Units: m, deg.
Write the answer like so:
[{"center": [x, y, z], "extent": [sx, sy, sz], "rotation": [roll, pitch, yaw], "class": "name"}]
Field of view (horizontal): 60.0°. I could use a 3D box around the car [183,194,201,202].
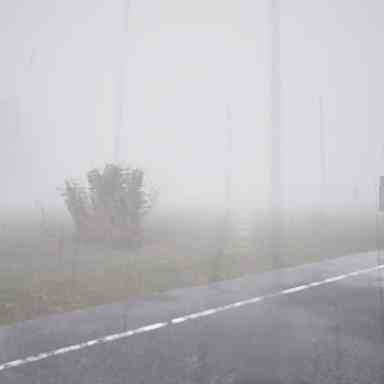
[{"center": [-0.123, 1.143, 69.563], "extent": [2.097, 1.767, 4.553], "rotation": [1, 0, -36], "class": "car"}]
